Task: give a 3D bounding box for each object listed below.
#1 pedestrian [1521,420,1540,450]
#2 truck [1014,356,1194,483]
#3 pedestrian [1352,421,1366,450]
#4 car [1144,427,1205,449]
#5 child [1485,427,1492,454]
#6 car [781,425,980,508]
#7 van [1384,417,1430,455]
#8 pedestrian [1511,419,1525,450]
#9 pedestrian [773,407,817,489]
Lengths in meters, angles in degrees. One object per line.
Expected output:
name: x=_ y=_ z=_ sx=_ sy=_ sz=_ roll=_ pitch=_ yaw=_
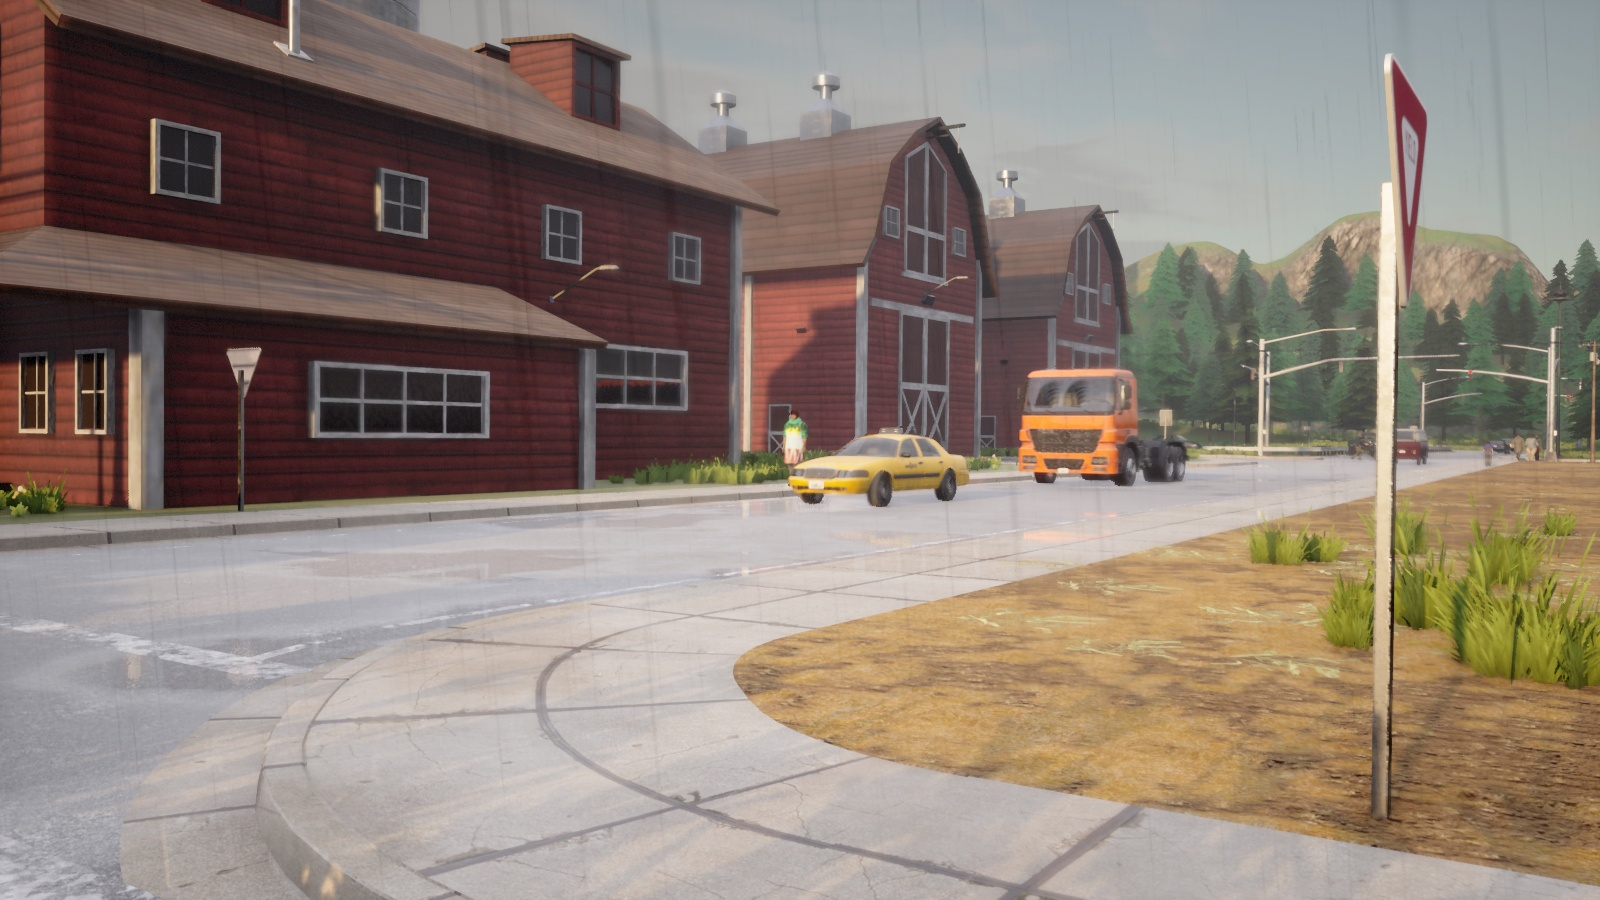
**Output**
pedestrian: x=45.796 y=-0.963 z=78.699 sx=0.874 sy=1.855 sz=0.900 roll=0 pitch=1 yaw=40
truck: x=9.493 y=-0.887 z=38.399 sx=2.891 sy=3.462 sz=7.936 roll=0 pitch=1 yaw=33
pedestrian: x=35.446 y=-0.901 z=79.626 sx=0.726 sy=1.842 sz=0.402 roll=0 pitch=1 yaw=29
car: x=27.907 y=-0.900 z=93.524 sx=3.988 sy=1.617 sz=1.851 roll=0 pitch=1 yaw=34
child: x=32.240 y=-0.448 z=58.825 sx=0.270 sy=1.263 sz=0.437 roll=0 pitch=1 yaw=28
car: x=1.848 y=0.265 z=26.504 sx=1.801 sy=1.575 sz=5.366 roll=0 pitch=1 yaw=33
van: x=33.529 y=-0.796 z=69.319 sx=1.775 sy=1.987 sz=4.442 roll=0 pitch=1 yaw=33
pedestrian: x=45.910 y=-1.004 z=80.272 sx=0.659 sy=1.952 sz=0.873 roll=0 pitch=1 yaw=40
pedestrian: x=-0.115 y=-0.050 z=30.616 sx=0.659 sy=1.952 sz=0.873 roll=0 pitch=1 yaw=35
